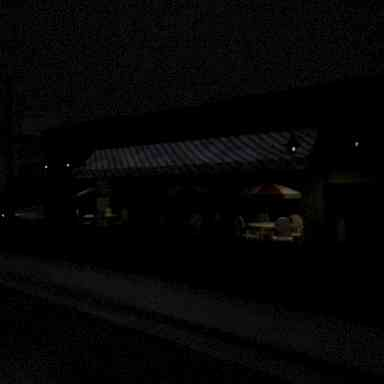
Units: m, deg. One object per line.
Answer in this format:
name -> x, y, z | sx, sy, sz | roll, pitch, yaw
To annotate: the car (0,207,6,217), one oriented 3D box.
car -> -19.426, 1.666, 30.848 | 1.994, 1.385, 4.181 | 0, 0, 12
